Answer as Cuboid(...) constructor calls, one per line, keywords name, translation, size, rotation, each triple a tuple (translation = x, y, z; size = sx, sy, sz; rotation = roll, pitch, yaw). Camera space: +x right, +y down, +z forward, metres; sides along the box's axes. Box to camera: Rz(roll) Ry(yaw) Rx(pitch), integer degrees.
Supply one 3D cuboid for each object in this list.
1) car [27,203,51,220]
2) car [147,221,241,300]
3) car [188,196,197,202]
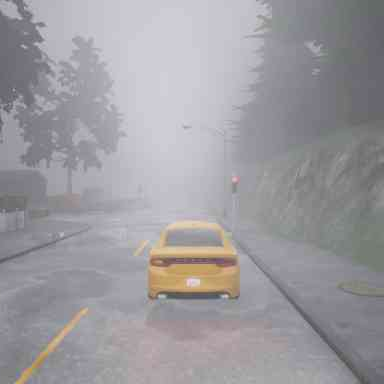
Cuboid(name="car", translation=(-14.332, 1.477, 27.462), size=(5.008, 1.535, 1.882), rotation=(0, 0, -1))
Cuboid(name="car", translation=(0.050, 1.478, 8.484), size=(1.882, 1.535, 5.008), rotation=(0, 0, 1))
Cuboid(name="car", translation=(0.017, 1.507, 71.017), size=(1.895, 1.301, 4.718), rotation=(0, 0, 0))
